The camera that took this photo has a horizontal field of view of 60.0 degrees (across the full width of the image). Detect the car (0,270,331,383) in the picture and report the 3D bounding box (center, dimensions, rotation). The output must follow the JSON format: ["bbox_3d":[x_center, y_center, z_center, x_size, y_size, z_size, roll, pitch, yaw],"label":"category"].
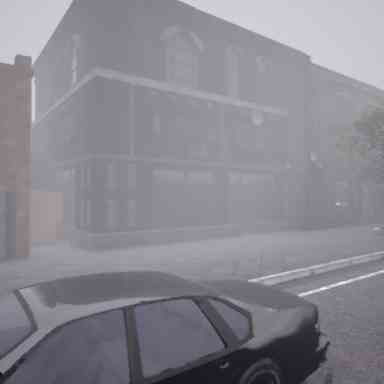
[{"bbox_3d":[-0.963,1.548,2.998,5.357,1.411,2.033,0,0,-35],"label":"car"}]
